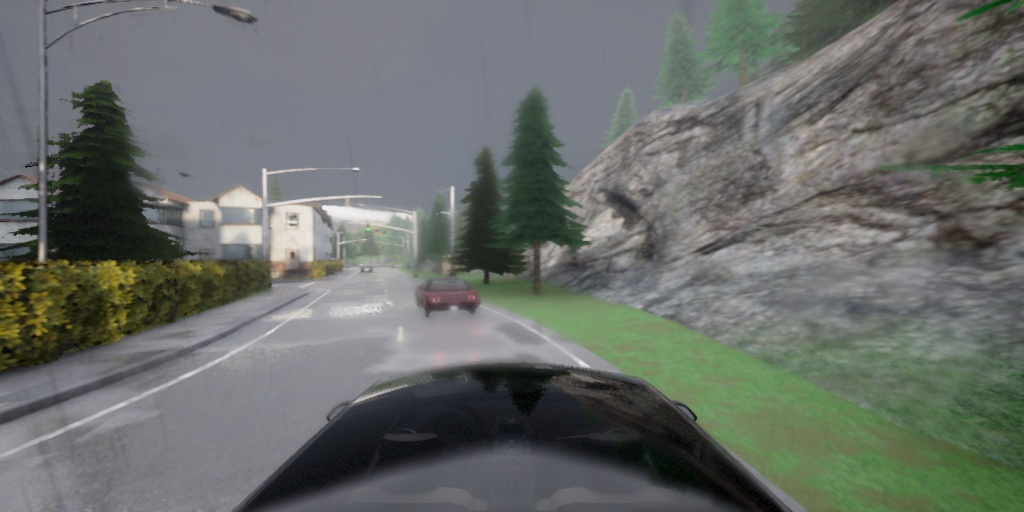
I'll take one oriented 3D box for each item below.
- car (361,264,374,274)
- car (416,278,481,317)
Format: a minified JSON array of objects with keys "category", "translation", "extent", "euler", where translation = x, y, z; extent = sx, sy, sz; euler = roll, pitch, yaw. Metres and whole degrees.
[{"category":"car","translation":[-23.535,2.028,58.236],"extent":[2.128,1.511,4.902],"euler":[-1,0,-21]},{"category":"car","translation":[-2.689,1.491,14.111],"extent":[1.895,1.301,4.718],"euler":[-1,-1,-20]}]
